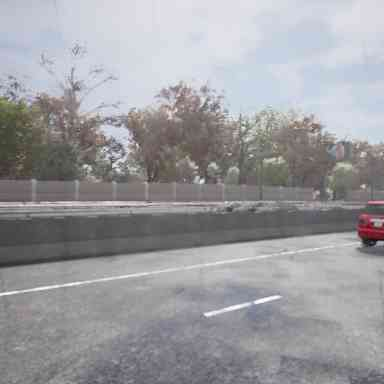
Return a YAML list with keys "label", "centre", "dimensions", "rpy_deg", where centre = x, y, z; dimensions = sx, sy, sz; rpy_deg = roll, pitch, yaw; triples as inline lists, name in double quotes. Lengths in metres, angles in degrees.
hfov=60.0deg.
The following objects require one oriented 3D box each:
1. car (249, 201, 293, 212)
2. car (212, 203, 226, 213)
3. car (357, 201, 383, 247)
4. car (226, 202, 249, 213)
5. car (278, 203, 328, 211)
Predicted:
- label: "car"
  centre: [7.955, 1.681, 31.158]
  dimensions: [4.553, 1.767, 2.097]
  rpy_deg: [1, -1, -35]
- label: "car"
  centre: [4.421, 1.829, 37.235]
  dimensions: [4.902, 1.511, 2.128]
  rpy_deg: [1, -1, -35]
- label: "car"
  centre: [9.682, 1.442, 14.952]
  dimensions: [5.566, 2.045, 2.150]
  rpy_deg: [1, -1, -35]
- label: "car"
  centre: [6.230, 1.838, 34.227]
  dimensions: [4.892, 1.490, 1.837]
  rpy_deg: [1, -1, -35]
- label: "car"
  centre: [10.163, 1.879, 28.437]
  dimensions: [5.357, 1.411, 2.033]
  rpy_deg: [1, -1, -35]
